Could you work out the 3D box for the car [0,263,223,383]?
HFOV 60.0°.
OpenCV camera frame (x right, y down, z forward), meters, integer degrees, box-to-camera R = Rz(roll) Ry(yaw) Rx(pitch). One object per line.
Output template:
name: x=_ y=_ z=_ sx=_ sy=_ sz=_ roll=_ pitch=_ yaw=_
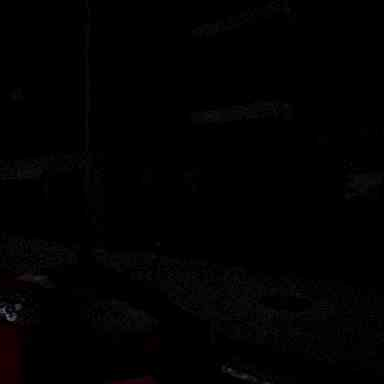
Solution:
car: x=-1.643 y=1.553 z=3.988 sx=4.206 sy=1.307 sz=1.802 roll=1 pitch=0 yaw=35
